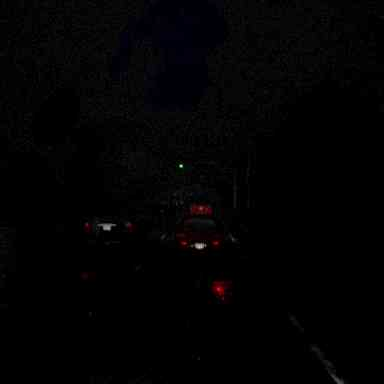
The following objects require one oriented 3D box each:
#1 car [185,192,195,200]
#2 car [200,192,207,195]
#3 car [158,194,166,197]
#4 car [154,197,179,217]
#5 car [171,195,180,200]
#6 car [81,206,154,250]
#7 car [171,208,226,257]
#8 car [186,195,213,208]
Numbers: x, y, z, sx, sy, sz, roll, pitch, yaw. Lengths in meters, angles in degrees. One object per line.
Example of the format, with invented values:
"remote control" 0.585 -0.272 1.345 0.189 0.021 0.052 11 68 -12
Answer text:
"car" -0.673 1.351 84.969 2.128 1.511 4.902 0 3 2
"car" 2.824 1.326 84.831 1.837 1.490 4.892 0 3 2
"car" -7.691 1.373 84.655 1.882 1.535 5.008 0 2 2
"car" -2.618 1.578 32.331 1.882 1.535 5.008 0 0 2
"car" -4.193 1.421 84.520 2.128 1.511 4.902 0 2 2
"car" -3.167 1.397 14.689 2.097 1.767 4.553 0 0 1
"car" 0.292 1.566 13.042 1.812 1.442 4.674 0 0 1
"car" 0.832 1.449 30.882 2.097 1.767 4.553 0 0 2
